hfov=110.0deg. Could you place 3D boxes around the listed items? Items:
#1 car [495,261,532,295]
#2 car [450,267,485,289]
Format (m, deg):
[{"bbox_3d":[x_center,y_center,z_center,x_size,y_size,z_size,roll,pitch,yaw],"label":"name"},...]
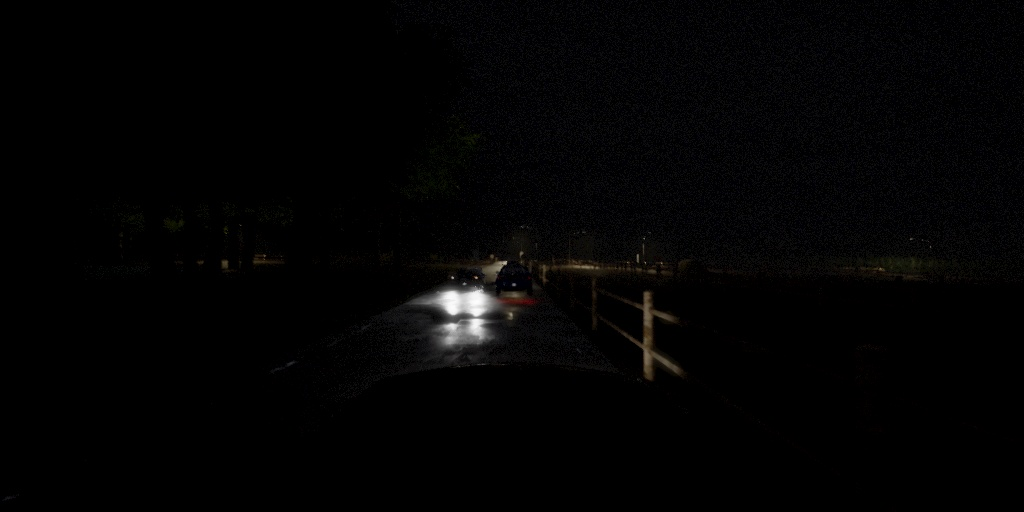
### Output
[{"bbox_3d":[0.099,1.253,20.035,1.882,1.535,5.008,0,0,0],"label":"car"},{"bbox_3d":[-2.848,1.381,23.711,1.895,1.301,4.718,0,0,0],"label":"car"}]
